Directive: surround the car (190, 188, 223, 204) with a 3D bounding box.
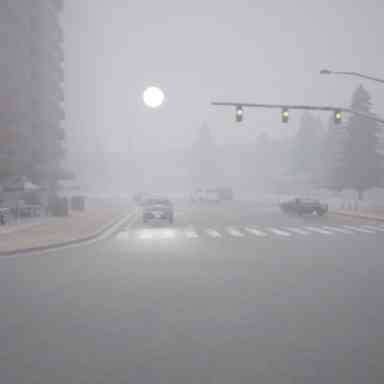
[{"bbox_3d":[1.569,0.485,43.601,2.150,2.045,5.566,0,1,-20],"label":"car"}]

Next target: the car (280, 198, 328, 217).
[{"bbox_3d":[8.223,1.092,25.053,1.895,1.301,4.718,-1,1,-5],"label":"car"}]

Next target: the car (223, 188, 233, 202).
[{"bbox_3d":[3.714,0.407,47.327,2.150,2.045,5.566,-1,1,-25],"label":"car"}]

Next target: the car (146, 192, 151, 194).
[{"bbox_3d":[-3.261,1.027,32.596,2.033,1.411,5.357,-1,1,-7],"label":"car"}]

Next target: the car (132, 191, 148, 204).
[{"bbox_3d":[-6.210,0.688,43.497,2.097,1.767,4.553,-1,1,-28],"label":"car"}]

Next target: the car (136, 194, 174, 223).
[{"bbox_3d":[-2.233,1.127,21.986,2.128,1.511,4.902,-1,1,-5],"label":"car"}]
